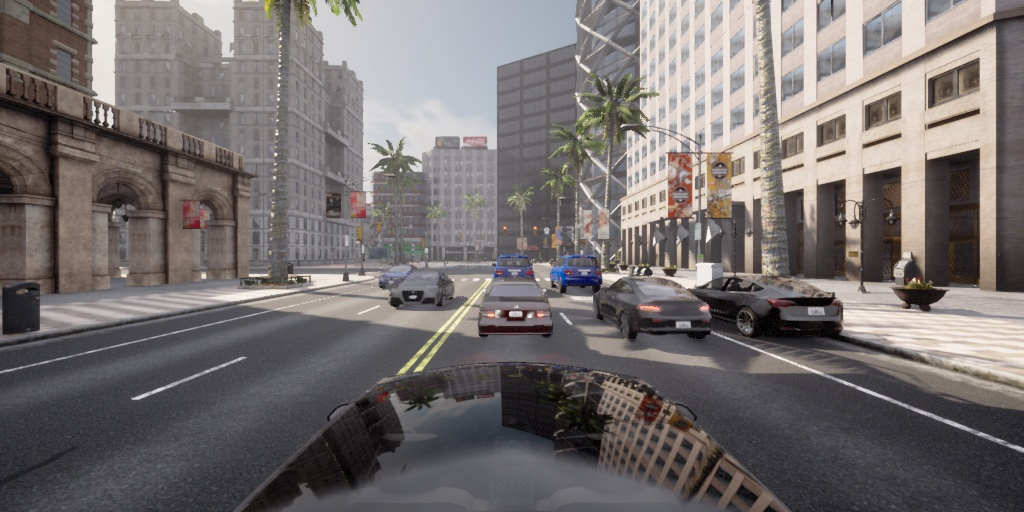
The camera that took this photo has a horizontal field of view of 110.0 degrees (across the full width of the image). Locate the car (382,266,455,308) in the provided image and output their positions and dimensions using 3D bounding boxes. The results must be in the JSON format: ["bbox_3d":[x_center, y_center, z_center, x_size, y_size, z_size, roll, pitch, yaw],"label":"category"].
[{"bbox_3d":[-3.622,1.314,15.104,1.994,1.385,4.181,0,0,0],"label":"car"}]

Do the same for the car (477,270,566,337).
[{"bbox_3d":[0.070,1.297,10.248,2.033,1.411,5.357,0,0,0],"label":"car"}]

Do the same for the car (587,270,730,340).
[{"bbox_3d":[3.569,1.276,9.810,1.812,1.442,4.674,0,0,-1],"label":"car"}]

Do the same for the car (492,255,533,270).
[{"bbox_3d":[0.048,0.971,20.467,2.150,2.045,5.566,0,0,-2],"label":"car"}]

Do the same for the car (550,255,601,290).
[{"bbox_3d":[3.547,0.971,20.601,2.150,2.045,5.566,0,0,-2],"label":"car"}]

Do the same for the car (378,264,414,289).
[{"bbox_3d":[-7.088,1.281,23.342,1.812,1.442,4.674,0,0,0],"label":"car"}]
